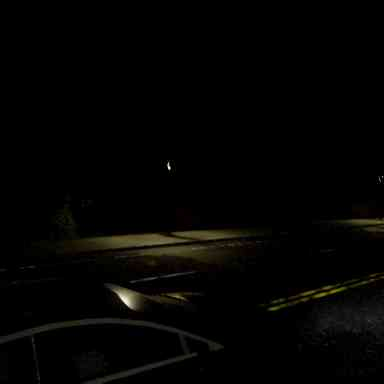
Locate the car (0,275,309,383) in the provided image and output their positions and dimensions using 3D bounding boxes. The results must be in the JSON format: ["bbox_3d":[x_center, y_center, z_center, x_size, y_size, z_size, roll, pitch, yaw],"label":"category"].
[{"bbox_3d":[-1.048,1.499,2.692,4.902,1.511,2.128,1,0,-36],"label":"car"}]
